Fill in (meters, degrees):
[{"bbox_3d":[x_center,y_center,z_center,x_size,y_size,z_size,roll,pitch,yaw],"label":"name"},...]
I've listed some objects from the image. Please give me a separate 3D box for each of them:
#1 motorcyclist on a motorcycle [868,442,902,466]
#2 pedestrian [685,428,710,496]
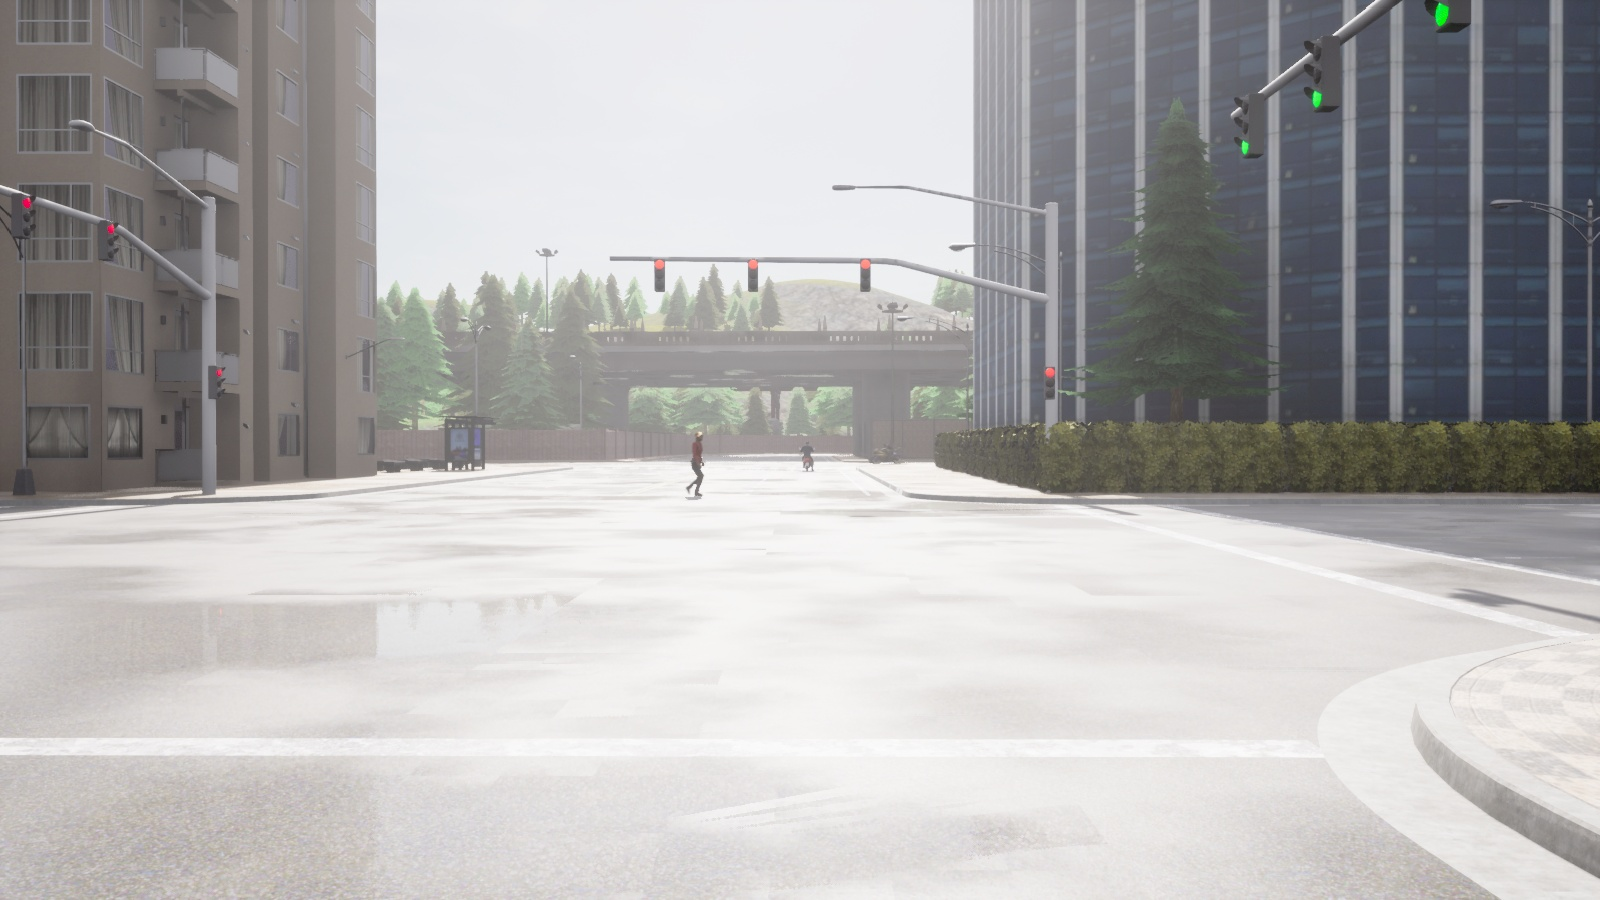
[{"bbox_3d":[5.769,0.261,85.135,2.191,1.530,0.866,-1,1,-8],"label":"motorcyclist on a motorcycle"},{"bbox_3d":[-2.779,0.320,34.095,0.636,1.846,0.331,0,0,7],"label":"pedestrian"}]
